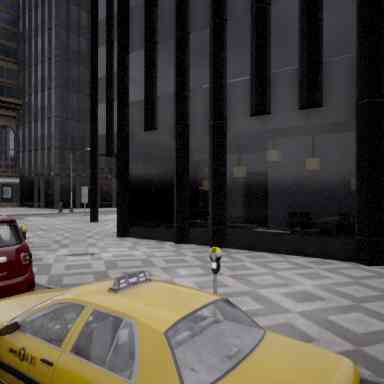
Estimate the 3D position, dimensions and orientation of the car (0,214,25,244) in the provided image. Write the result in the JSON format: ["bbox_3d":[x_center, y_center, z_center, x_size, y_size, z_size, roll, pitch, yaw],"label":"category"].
[{"bbox_3d":[-5.136,1.313,6.579,5.009,1.841,2.192,0,0,35],"label":"car"}]

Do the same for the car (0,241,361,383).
[{"bbox_3d":[-0.841,1.525,3.551,4.829,1.417,1.752,0,0,35],"label":"car"}]
